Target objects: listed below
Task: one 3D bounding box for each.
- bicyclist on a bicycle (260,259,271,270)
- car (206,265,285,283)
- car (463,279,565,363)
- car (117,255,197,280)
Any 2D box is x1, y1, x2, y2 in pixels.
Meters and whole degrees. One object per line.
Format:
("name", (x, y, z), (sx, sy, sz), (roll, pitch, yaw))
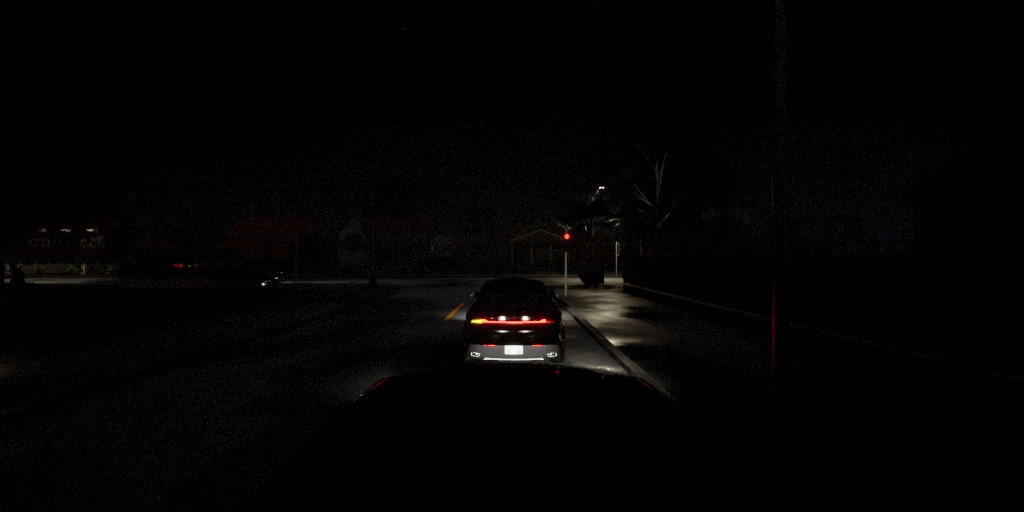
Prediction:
("bicyclist on a bicycle", (-24.169, 1.099, 35.189), (0.582, 1.620, 1.656), (0, 0, 0))
("car", (-19.812, 1.351, 26.797), (4.718, 1.301, 1.895), (0, 0, 0))
("car", (0.052, 1.255, 8.153), (1.837, 1.490, 4.892), (0, 0, 1))
("car", (-30.561, 0.971, 30.986), (5.566, 2.045, 2.150), (0, 0, 0))
